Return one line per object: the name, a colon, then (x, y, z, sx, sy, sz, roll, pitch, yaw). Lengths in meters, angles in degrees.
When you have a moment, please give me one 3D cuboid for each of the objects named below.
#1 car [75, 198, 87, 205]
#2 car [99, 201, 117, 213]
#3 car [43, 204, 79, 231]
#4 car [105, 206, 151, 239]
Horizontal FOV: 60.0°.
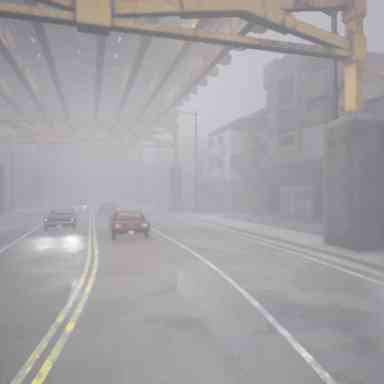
car: (-20.405, 1.795, 61.258, 1.895, 1.301, 4.718, -1, 0, -16)
car: (-9.885, 1.688, 39.092, 1.994, 1.385, 4.181, -1, 0, -17)
car: (-8.426, 1.702, 21.613, 1.895, 1.301, 4.718, -1, 0, -17)
car: (-3.501, 1.644, 17.956, 1.895, 1.301, 4.718, -1, 0, -16)
